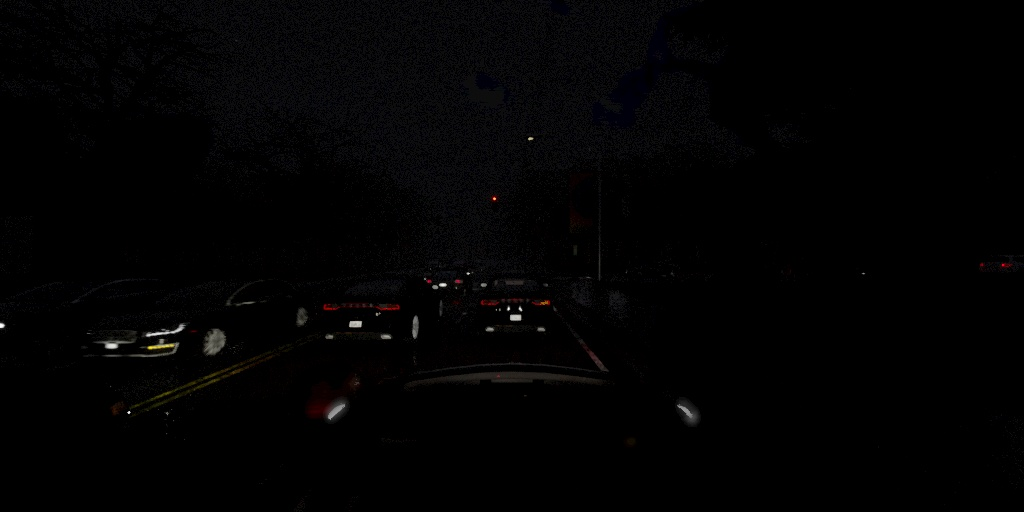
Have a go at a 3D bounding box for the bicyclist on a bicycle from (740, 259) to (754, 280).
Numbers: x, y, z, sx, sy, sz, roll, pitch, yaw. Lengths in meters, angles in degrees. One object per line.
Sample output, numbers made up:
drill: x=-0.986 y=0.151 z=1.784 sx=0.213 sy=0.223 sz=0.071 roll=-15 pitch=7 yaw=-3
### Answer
bicyclist on a bicycle: x=18.086 y=1.039 z=27.588 sx=0.582 sy=1.620 sz=1.656 roll=0 pitch=0 yaw=0

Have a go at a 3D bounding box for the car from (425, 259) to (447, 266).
car: x=-9.924 y=1.301 z=45.758 sx=1.812 sy=1.442 sz=4.674 roll=0 pitch=0 yaw=-1

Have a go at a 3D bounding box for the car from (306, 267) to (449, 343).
car: x=-3.169 y=1.229 z=9.744 sx=1.882 sy=1.535 sz=5.008 roll=0 pitch=0 yaw=0

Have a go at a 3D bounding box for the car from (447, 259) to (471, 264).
car: x=-6.673 y=1.301 z=45.502 sx=1.812 sy=1.442 sz=4.674 roll=0 pitch=0 yaw=0

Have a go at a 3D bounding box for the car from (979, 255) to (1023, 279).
car: x=43.540 y=0.940 z=30.554 sx=5.566 sy=2.045 sz=2.150 roll=0 pitch=0 yaw=0

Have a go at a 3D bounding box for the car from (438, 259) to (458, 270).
car: x=-9.926 y=1.277 z=55.865 sx=2.128 sy=1.511 sz=4.902 roll=0 pitch=0 yaw=0

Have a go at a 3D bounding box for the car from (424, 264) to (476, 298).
car: x=-3.200 y=1.319 z=18.682 sx=1.994 sy=1.385 sz=4.181 roll=0 pitch=0 yaw=0

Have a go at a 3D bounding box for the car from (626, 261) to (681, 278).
car: x=13.133 y=1.232 z=33.446 sx=4.902 sy=1.511 sz=2.128 roll=0 pitch=0 yaw=0

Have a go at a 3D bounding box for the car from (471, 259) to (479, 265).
car: x=-6.686 y=1.350 z=56.162 sx=1.994 sy=1.385 sz=4.181 roll=0 pitch=0 yaw=-1

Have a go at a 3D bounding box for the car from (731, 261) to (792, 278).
car: x=23.200 y=1.207 z=33.448 sx=5.008 sy=1.535 sz=1.882 roll=0 pitch=0 yaw=0

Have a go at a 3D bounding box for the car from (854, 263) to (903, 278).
car: x=35.000 y=1.321 z=33.447 sx=4.718 sy=1.301 sz=1.895 roll=0 pitch=0 yaw=0

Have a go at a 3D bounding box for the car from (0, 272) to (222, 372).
car: x=-9.860 y=1.243 z=8.426 sx=2.128 sy=1.511 sz=4.902 roll=0 pitch=0 yaw=0

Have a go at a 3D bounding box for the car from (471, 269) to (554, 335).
car: x=0.080 y=1.229 z=10.492 sx=1.882 sy=1.535 sz=5.008 roll=0 pitch=0 yaw=0

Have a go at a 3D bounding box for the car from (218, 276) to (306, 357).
car: x=-6.610 y=1.257 z=8.354 sx=1.837 sy=1.490 sz=4.892 roll=0 pitch=-1 yaw=0
